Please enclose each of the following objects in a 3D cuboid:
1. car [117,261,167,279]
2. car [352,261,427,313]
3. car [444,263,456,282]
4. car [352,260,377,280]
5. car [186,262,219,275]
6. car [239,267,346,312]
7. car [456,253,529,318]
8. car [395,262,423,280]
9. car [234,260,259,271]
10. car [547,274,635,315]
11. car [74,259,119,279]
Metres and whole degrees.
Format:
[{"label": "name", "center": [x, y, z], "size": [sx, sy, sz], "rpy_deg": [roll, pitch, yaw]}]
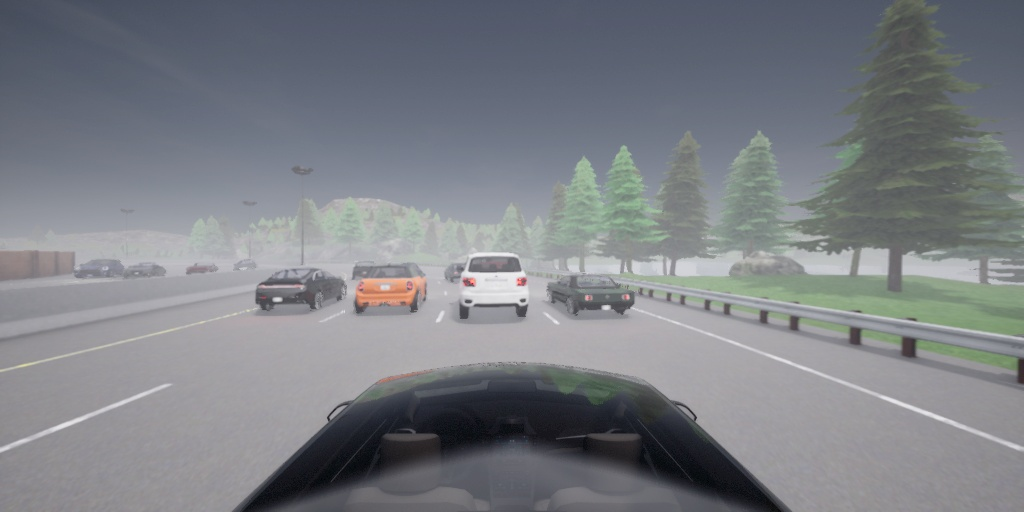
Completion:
[{"label": "car", "center": [-32.599, 1.264, 31.934], "size": [1.994, 1.385, 4.181], "rpy_deg": [0, 0, -30]}, {"label": "car", "center": [-4.562, 1.070, 14.116], "size": [2.097, 1.767, 4.553], "rpy_deg": [0, 0, -9]}, {"label": "car", "center": [-4.121, 1.226, 27.948], "size": [2.033, 1.411, 5.357], "rpy_deg": [0, 0, -17]}, {"label": "car", "center": [-12.725, 1.157, 31.142], "size": [1.882, 1.535, 5.008], "rpy_deg": [0, 0, -21]}, {"label": "car", "center": [-30.608, 1.288, 35.556], "size": [1.895, 1.301, 4.718], "rpy_deg": [0, 0, -31]}, {"label": "car", "center": [-8.099, 1.215, 14.211], "size": [2.128, 1.511, 4.902], "rpy_deg": [0, 0, -9]}, {"label": "car", "center": [-0.816, 0.936, 13.048], "size": [2.150, 2.045, 5.566], "rpy_deg": [0, 0, -8]}, {"label": "car", "center": [-9.012, 1.239, 31.165], "size": [1.994, 1.385, 4.181], "rpy_deg": [0, 0, -21]}, {"label": "car", "center": [-28.056, 1.169, 37.970], "size": [2.128, 1.511, 4.902], "rpy_deg": [0, 0, -32]}, {"label": "car", "center": [2.650, 1.314, 13.361], "size": [1.895, 1.301, 4.718], "rpy_deg": [0, 0, -8]}, {"label": "car", "center": [-36.745, 1.057, 32.102], "size": [2.097, 1.767, 4.553], "rpy_deg": [0, 0, -32]}]
